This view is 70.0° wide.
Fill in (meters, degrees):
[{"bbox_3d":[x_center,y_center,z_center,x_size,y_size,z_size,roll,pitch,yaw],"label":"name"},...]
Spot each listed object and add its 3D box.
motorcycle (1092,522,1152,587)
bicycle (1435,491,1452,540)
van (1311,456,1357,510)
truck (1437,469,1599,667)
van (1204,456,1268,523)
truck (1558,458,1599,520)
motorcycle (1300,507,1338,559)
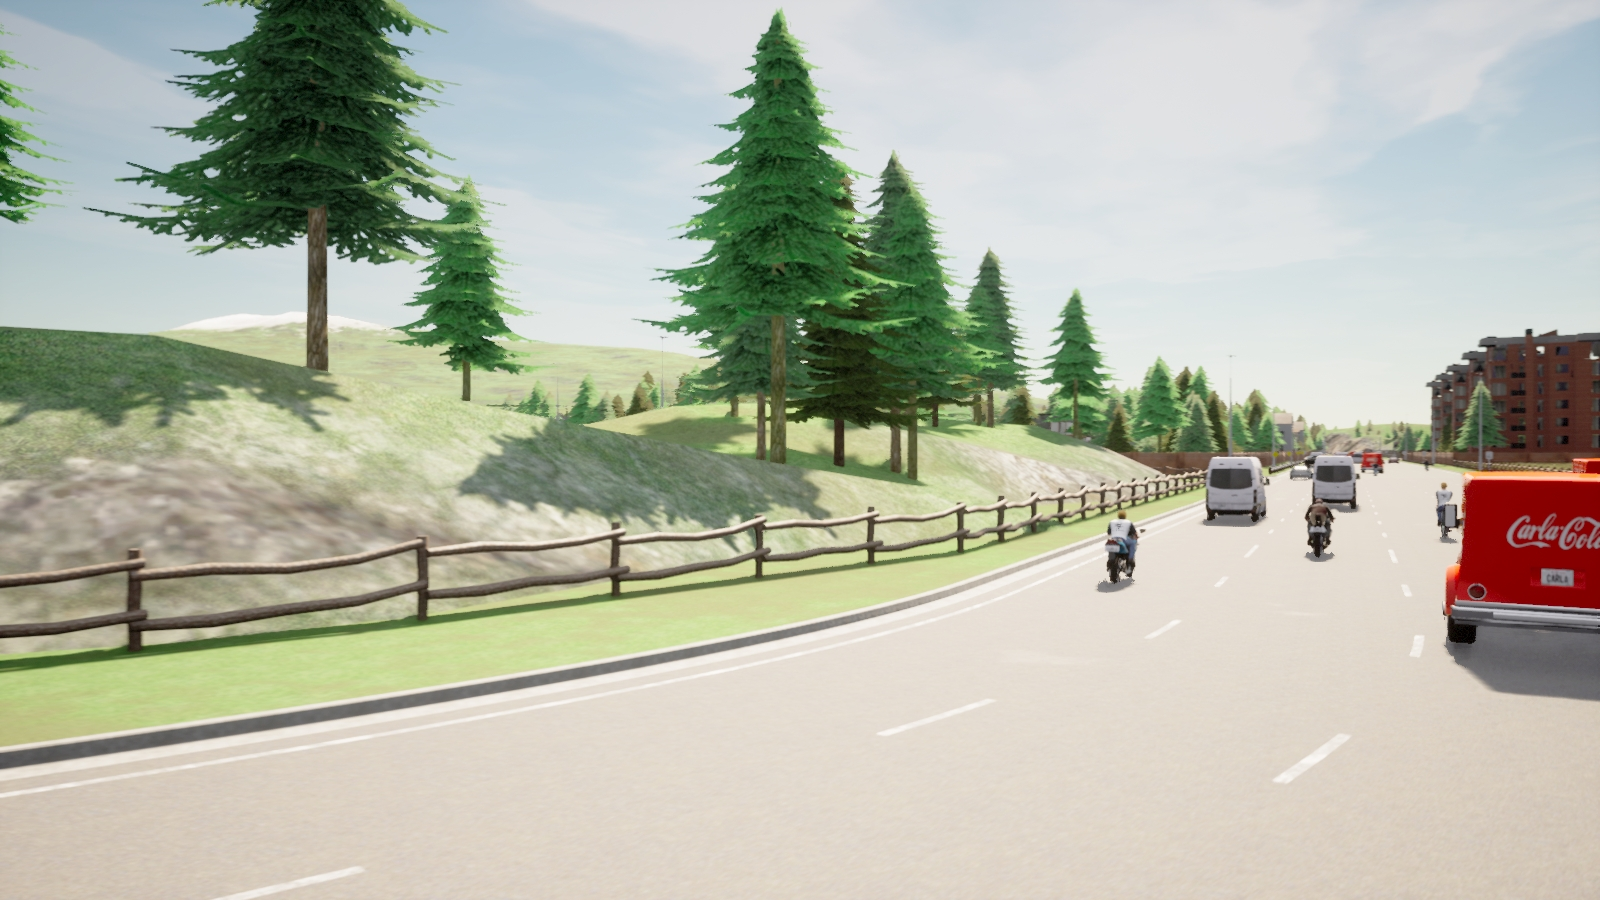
[{"bbox_3d":[6.895,2.203,24.424,0.803,1.199,2.033,-1,-1,28],"label":"motorcycle"},{"bbox_3d":[20.625,2.085,36.614,0.373,1.496,1.643,0,0,26],"label":"bicycle"},{"bbox_3d":[26.865,1.577,57.413,1.988,2.561,5.915,0,0,26],"label":"van"},{"bbox_3d":[11.185,1.580,17.276,2.627,2.467,5.204,1,0,29],"label":"truck"},{"bbox_3d":[18.191,1.568,47.517,1.988,2.561,5.915,0,0,26],"label":"van"},{"bbox_3d":[34.395,1.611,48.837,2.627,2.467,5.204,0,0,26],"label":"truck"},{"bbox_3d":[14.084,2.228,30.983,0.867,1.251,2.209,0,0,26],"label":"motorcycle"}]
